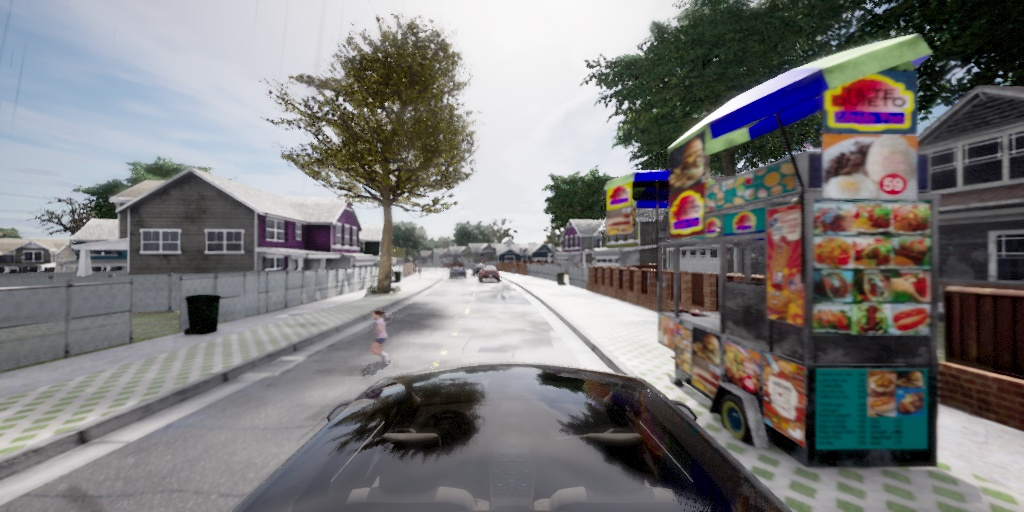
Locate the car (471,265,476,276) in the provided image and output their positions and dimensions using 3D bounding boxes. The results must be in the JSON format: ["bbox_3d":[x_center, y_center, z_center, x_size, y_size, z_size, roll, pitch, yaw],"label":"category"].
[{"bbox_3d":[-4.241,1.830,47.238,1.837,1.490,4.892,0,-1,-10],"label":"car"}]

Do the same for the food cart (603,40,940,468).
[{"bbox_3d":[2.985,0.248,4.914,2.280,3.560,4.660,0,0,-1],"label":"food cart"}]

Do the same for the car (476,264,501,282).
[{"bbox_3d":[-2.251,1.675,34.665,1.812,1.442,4.674,0,-1,-8],"label":"car"}]

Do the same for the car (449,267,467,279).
[{"bbox_3d":[-5.889,1.821,39.335,1.895,1.301,4.718,0,-1,-9],"label":"car"}]

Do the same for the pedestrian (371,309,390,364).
[{"bbox_3d":[-2.474,1.482,6.781,0.500,1.100,0.500,0,0,-10],"label":"pedestrian"}]
